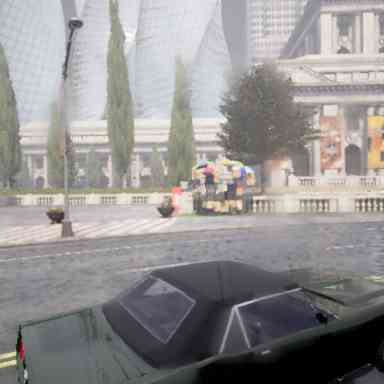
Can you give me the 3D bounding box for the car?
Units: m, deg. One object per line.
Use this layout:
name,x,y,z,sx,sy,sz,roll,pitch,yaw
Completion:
car,0.637,1.527,3.878,4.718,1.301,1.895,-1,1,-30
